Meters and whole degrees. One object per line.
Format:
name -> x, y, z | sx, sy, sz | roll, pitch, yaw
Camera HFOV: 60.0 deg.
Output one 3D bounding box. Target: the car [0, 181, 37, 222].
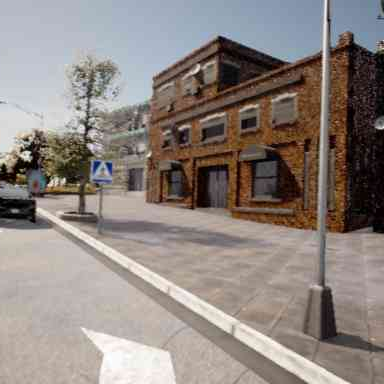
car -> -8.682, 0.471, 15.840 | 1.882, 1.535, 5.008 | 4, 2, -34
